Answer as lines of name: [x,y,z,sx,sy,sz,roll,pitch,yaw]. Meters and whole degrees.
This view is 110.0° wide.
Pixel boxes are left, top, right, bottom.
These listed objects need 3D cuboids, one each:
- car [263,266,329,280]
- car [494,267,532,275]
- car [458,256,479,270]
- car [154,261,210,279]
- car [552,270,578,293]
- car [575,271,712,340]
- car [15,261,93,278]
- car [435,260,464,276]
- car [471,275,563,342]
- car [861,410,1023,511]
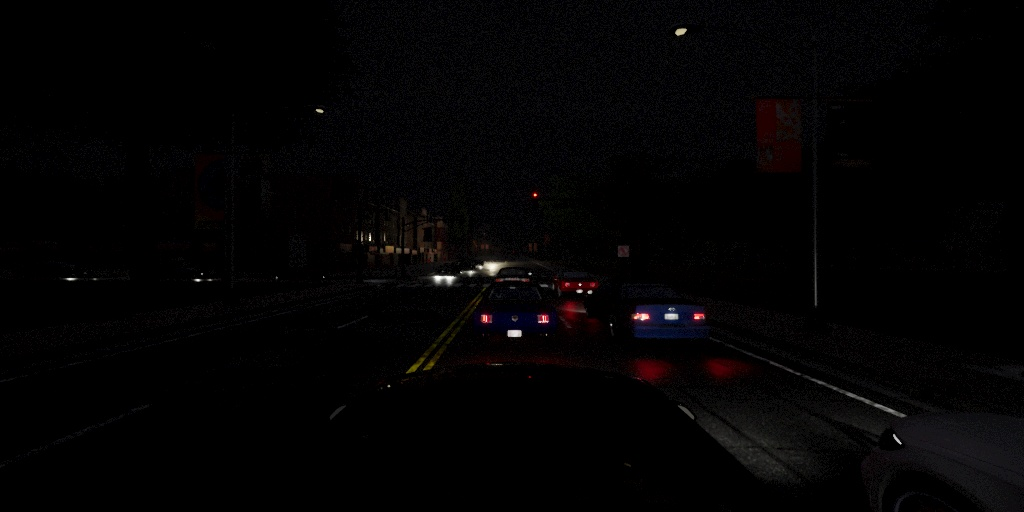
car: [-18.094,1.449,30.270,4.718,1.301,1.895,1,0,0]
car: [0.047,1.313,19.194,1.882,1.535,5.008,0,0,0]
car: [-6.598,1.030,52.985,2.150,2.045,5.566,0,1,1]
car: [-28.161,1.317,30.267,4.181,1.385,1.994,0,0,0]
car: [3.298,1.439,19.622,1.895,1.301,4.718,0,0,0]
car: [3.329,1.321,9.979,2.033,1.411,5.357,0,0,0]
car: [-38.559,1.153,30.285,5.008,1.535,1.882,0,0,0]
car: [-7.058,1.446,39.638,1.994,1.385,4.181,0,0,6]
car: [0.079,1.374,9.854,1.895,1.301,4.718,0,0,0]
car: [3.344,1.275,0.503,1.812,1.442,4.674,0,0,0]
